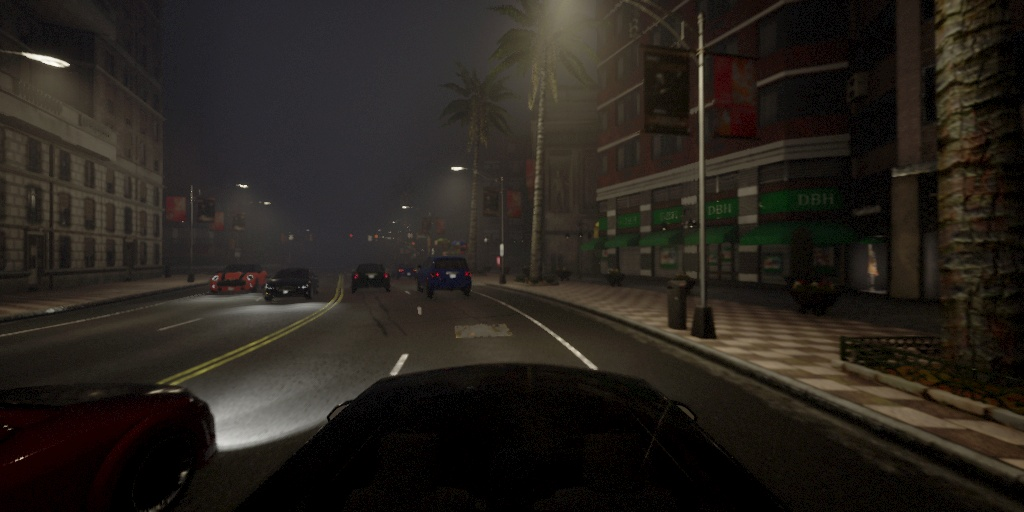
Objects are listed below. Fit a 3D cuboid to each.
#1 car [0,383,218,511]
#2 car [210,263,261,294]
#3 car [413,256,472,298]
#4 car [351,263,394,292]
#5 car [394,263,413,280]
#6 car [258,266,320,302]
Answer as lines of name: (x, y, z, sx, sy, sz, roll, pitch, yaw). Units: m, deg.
car: (-3.638, 1.328, 1.480, 1.994, 1.385, 4.181, 0, 0, 0)
car: (-16.215, 1.218, 21.549, 2.097, 1.767, 4.553, 0, 0, -25)
car: (-3.785, 1.037, 19.451, 2.150, 2.045, 5.566, 0, 0, -22)
car: (-8.827, 1.193, 22.328, 2.097, 1.767, 4.553, 0, 0, -23)
car: (-9.979, 1.401, 33.375, 1.812, 1.442, 4.674, 0, 0, -25)
car: (-10.835, 1.341, 17.926, 1.837, 1.490, 4.892, 0, 0, -23)
